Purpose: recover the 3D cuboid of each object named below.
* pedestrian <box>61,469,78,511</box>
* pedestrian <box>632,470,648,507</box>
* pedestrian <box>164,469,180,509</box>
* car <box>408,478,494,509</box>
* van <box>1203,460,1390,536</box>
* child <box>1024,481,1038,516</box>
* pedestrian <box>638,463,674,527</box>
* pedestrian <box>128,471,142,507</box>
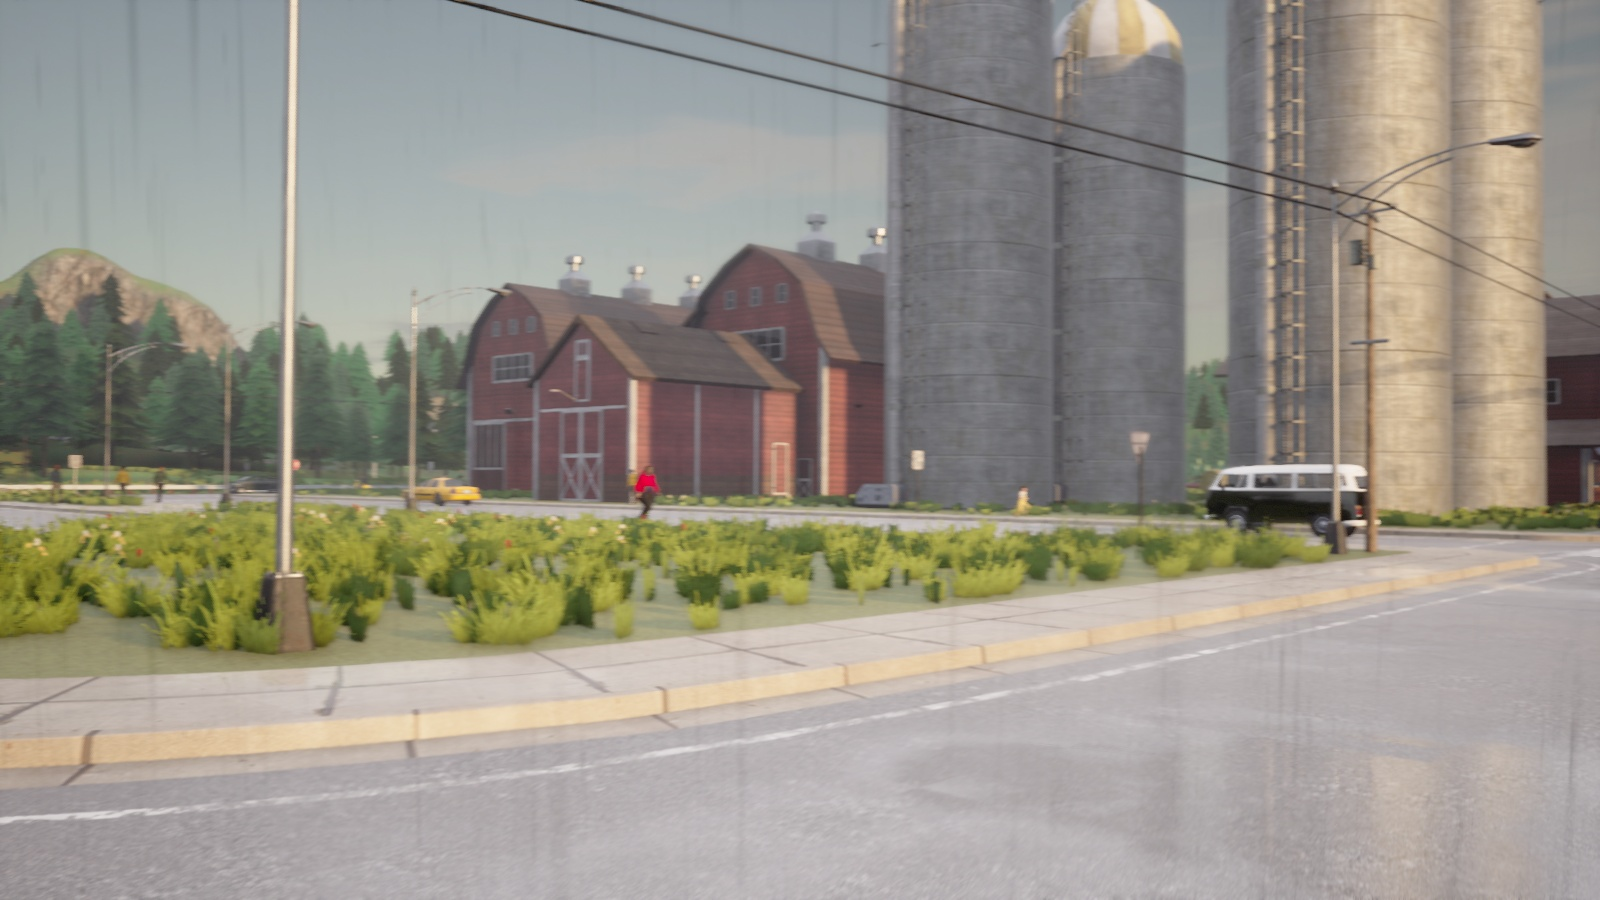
[{"bbox_3d":[-32.419,1.783,55.739,0.726,1.835,0.370,-1,-2,34],"label":"pedestrian"},{"bbox_3d":[-8.064,1.917,63.260,0.431,1.840,0.709,1,-2,-44],"label":"pedestrian"},{"bbox_3d":[-30.959,1.920,61.890,0.788,1.949,0.423,-1,-2,43],"label":"pedestrian"},{"bbox_3d":[-18.405,2.280,66.100,5.366,1.575,1.801,-1,-2,43],"label":"car"},{"bbox_3d":[14.110,1.335,35.831,4.480,2.038,2.069,-1,-2,43],"label":"van"},{"bbox_3d":[8.526,1.792,46.371,0.270,1.263,0.437,1,-2,-43],"label":"child"},{"bbox_3d":[-4.221,1.317,36.818,0.899,1.844,0.634,-1,-2,42],"label":"pedestrian"},{"bbox_3d":[-33.779,1.968,63.797,0.431,1.840,0.709,1,-2,-42],"label":"pedestrian"}]
